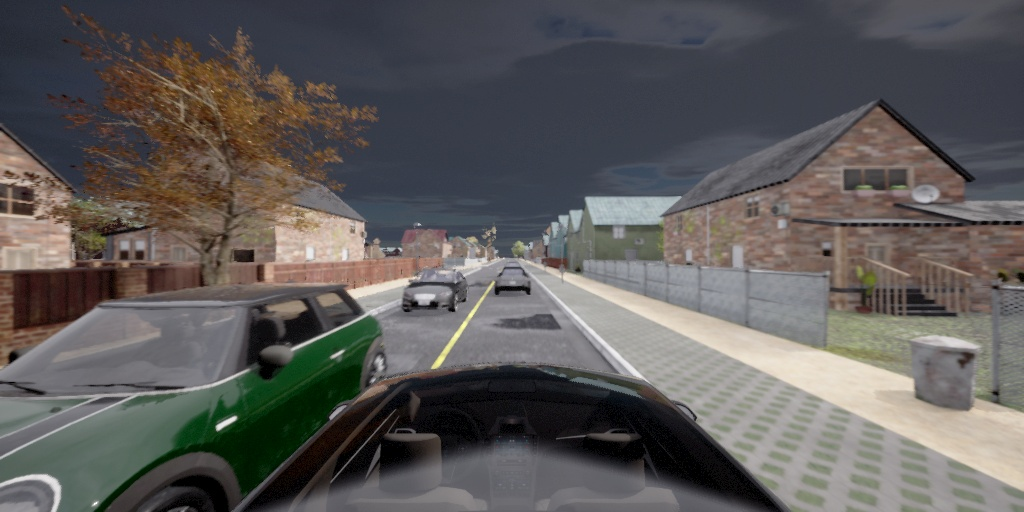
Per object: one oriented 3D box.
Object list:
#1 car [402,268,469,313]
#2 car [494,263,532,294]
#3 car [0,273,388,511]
[{"bbox_3d":[-2.817,1.229,14.013,2.128,1.511,4.902,0,0,0],"label":"car"},{"bbox_3d":[0.065,1.298,20.001,1.994,1.385,4.181,0,0,1],"label":"car"},{"bbox_3d":[-2.840,1.101,3.258,2.097,1.767,4.553,0,0,0],"label":"car"}]
